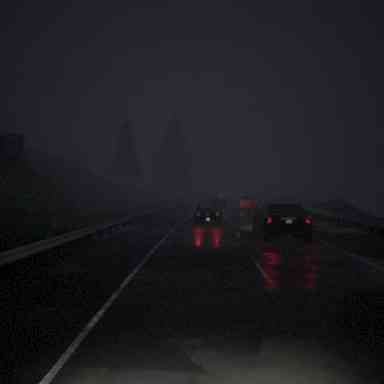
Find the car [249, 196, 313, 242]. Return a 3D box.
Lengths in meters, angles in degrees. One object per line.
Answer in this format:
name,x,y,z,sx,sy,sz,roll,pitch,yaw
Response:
car,4.189,1.250,16.029,2.097,1.767,4.553,0,0,3

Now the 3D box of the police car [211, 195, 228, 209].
police car,3.337,1.158,41.026,1.930,1.638,5.238,0,0,8

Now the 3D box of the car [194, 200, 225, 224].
car,1.221,1.447,23.439,1.895,1.301,4.718,0,0,5

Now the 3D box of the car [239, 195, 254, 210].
car,6.444,1.108,38.047,2.097,1.767,4.553,0,0,8
